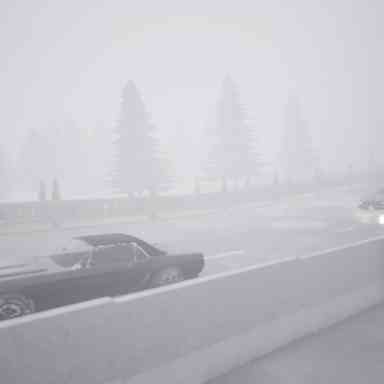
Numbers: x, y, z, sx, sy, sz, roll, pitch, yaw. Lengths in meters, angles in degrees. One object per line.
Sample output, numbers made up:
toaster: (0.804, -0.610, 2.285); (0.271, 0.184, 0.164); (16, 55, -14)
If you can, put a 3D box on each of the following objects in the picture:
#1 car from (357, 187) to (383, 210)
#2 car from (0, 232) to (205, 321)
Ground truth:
car: (13.105, 0.338, 21.944); (5.357, 1.411, 2.033); (-7, 4, -35)
car: (-2.119, 1.576, 6.780); (4.718, 1.301, 1.895); (-1, 1, -36)
